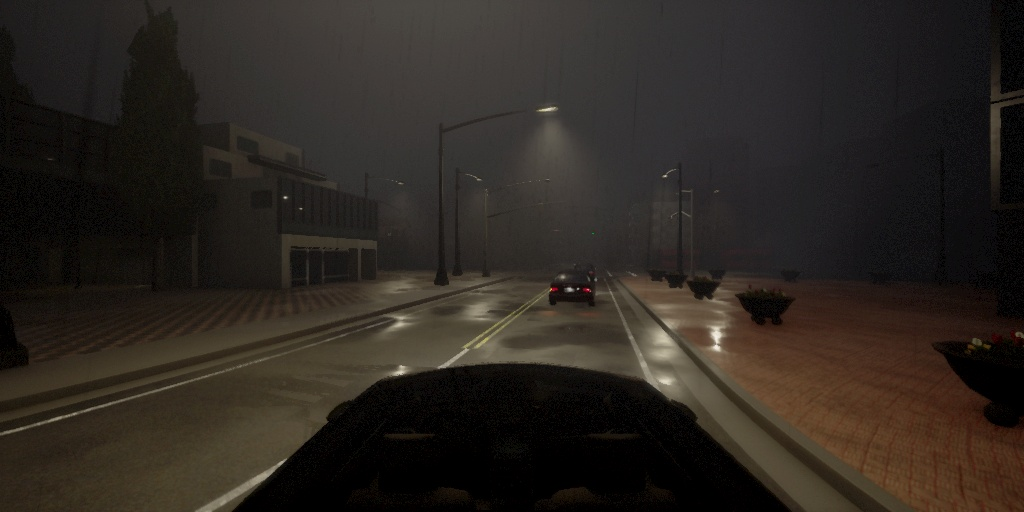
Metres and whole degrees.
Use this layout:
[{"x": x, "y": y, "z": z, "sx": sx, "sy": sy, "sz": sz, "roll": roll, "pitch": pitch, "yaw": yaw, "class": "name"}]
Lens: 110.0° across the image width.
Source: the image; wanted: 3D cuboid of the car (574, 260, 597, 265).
[{"x": 6.090, "y": 1.312, "z": 30.356, "sx": 2.033, "sy": 1.411, "sz": 5.357, "roll": 0, "pitch": 0, "yaw": 13, "class": "car"}]

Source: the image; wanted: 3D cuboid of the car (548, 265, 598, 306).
[{"x": 2.725, "y": 1.312, "z": 15.739, "sx": 2.033, "sy": 1.411, "sz": 5.357, "roll": 0, "pitch": 0, "yaw": 13, "class": "car"}]
